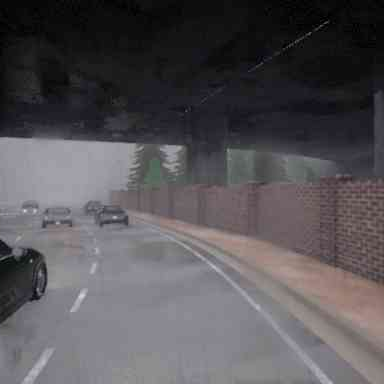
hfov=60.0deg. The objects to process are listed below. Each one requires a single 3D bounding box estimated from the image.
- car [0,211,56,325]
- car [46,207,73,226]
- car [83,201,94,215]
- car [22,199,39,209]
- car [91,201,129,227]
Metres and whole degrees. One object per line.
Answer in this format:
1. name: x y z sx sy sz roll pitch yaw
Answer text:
1. car: -4.025 1.389 5.451 2.097 1.767 4.553 -1 0 -7
2. car: -9.368 1.680 23.252 1.895 1.301 4.718 -1 0 -21
3. car: -10.496 1.630 35.495 2.033 1.411 5.357 -1 0 -22
4. car: -23.405 1.775 48.446 1.994 1.385 4.181 -1 0 -22
5. car: -5.669 1.606 23.276 1.994 1.385 4.181 -1 0 -21
